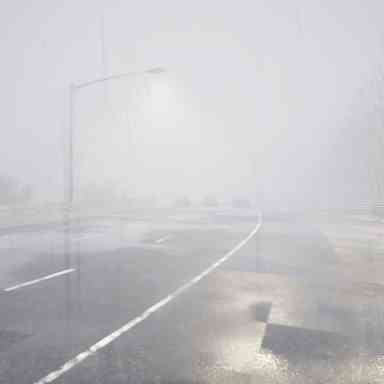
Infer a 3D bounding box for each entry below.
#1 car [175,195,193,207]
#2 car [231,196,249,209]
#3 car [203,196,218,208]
[{"bbox_3d":[-1.009,1.131,42.830,2.128,1.511,4.902,1,0,4],"label":"car"},{"bbox_3d":[5.727,1.199,39.697,1.882,1.535,5.008,1,0,4],"label":"car"},{"bbox_3d":[2.366,1.227,41.350,2.033,1.411,5.357,1,0,4],"label":"car"}]
